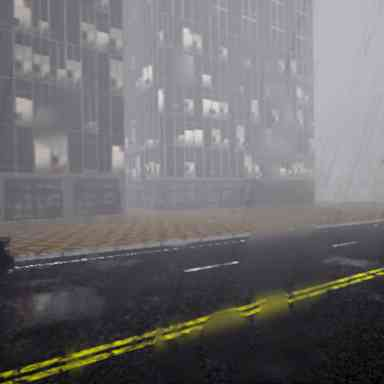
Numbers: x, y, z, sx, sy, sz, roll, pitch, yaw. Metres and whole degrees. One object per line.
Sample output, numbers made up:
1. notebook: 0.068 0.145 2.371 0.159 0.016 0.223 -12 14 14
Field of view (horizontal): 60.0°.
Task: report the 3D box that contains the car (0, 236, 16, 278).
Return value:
1. car: -6.496 1.506 7.035 4.892 1.490 1.837 0 0 -36
